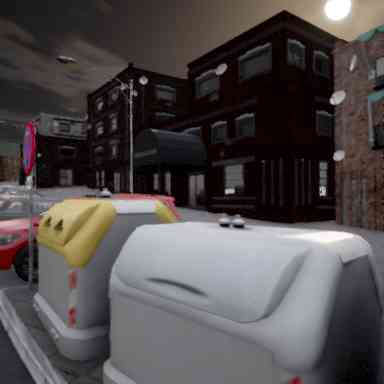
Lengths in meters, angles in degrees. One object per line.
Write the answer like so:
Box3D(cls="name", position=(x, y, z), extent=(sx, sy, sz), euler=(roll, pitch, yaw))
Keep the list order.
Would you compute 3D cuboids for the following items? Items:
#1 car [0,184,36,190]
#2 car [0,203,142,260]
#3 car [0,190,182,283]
Box3D(cls="car", position=(-13.177, 0.453, 23.846), extent=(4.553, 1.767, 2.185), euler=(1, 2, -36))
Box3D(cls="car", position=(-4.578, 1.258, 12.090), extent=(5.008, 1.535, 2.097), euler=(1, 2, -36))
Box3D(cls="car", position=(-2.855, 1.102, 9.692), extent=(5.566, 2.045, 2.435), euler=(1, 2, -36))
